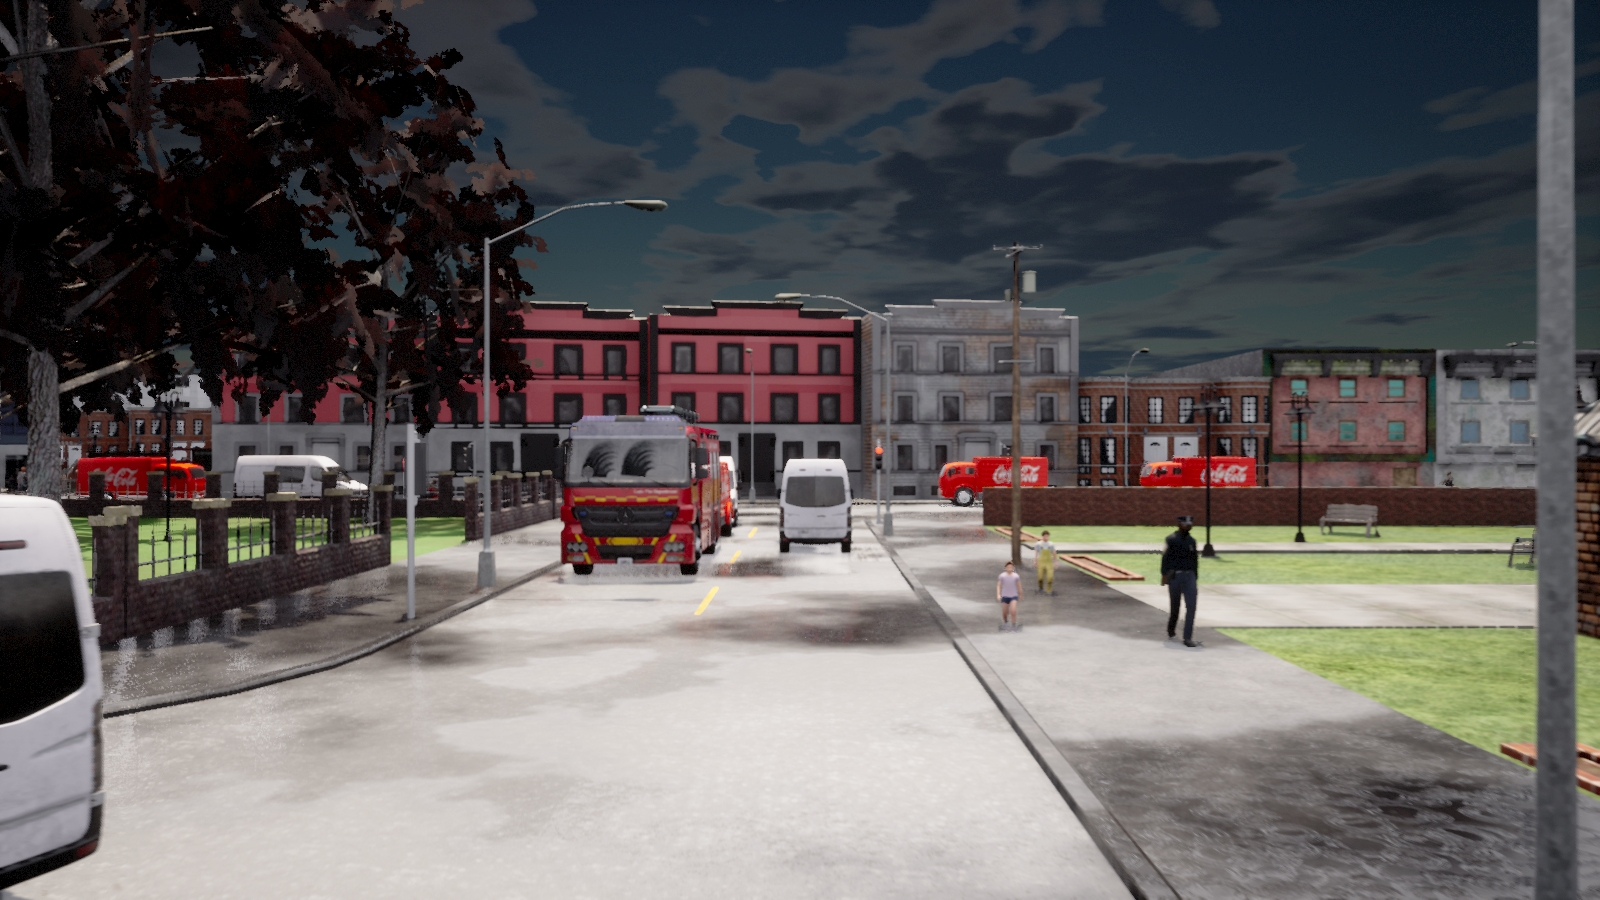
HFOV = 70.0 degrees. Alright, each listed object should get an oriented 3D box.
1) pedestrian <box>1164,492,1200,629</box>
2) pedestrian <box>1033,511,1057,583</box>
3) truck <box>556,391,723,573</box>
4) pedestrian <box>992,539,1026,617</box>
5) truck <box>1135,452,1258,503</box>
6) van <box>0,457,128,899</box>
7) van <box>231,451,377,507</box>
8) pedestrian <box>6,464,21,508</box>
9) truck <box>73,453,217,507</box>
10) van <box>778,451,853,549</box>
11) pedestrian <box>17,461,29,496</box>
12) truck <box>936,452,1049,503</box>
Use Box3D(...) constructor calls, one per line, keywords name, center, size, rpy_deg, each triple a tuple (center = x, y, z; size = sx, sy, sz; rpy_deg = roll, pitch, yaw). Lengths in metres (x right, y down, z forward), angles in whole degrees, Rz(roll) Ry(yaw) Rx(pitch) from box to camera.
Box3D(name="pedestrian", center=(5.284, 1.522, 15.802), size=(0.375, 1.860, 0.375), rpy_deg=(0, 0, -1))
Box3D(name="pedestrian", center=(4.555, 1.802, 21.250), size=(0.375, 1.300, 0.375), rpy_deg=(0, 0, 2))
Box3D(name="truck", center=(-3.665, 0.671, 28.326), size=(2.891, 3.827, 8.468), rpy_deg=(0, 0, 0))
Box3D(name="pedestrian", center=(3.125, 1.903, 17.085), size=(0.500, 1.100, 0.500), rpy_deg=(0, 0, 11))
Box3D(name="truck", center=(19.559, 1.341, 56.541), size=(5.204, 2.467, 2.627), rpy_deg=(0, 0, 1))
Box3D(name="van", center=(-7.249, 1.316, 7.066), size=(5.915, 2.561, 1.988), rpy_deg=(0, -1, 20))
Box3D(name="van", center=(-22.955, 1.320, 52.978), size=(5.915, 2.561, 1.988), rpy_deg=(0, 0, 1))
Box3D(name="pedestrian", center=(-33.335, 1.535, 48.403), size=(0.375, 1.860, 0.375), rpy_deg=(0, 0, 11))
Box3D(name="truck", center=(-30.326, 1.356, 53.034), size=(5.204, 2.467, 2.627), rpy_deg=(0, 0, 1))
Box3D(name="van", center=(0.431, 1.313, 32.957), size=(1.988, 2.561, 5.915), rpy_deg=(0, 0, 0))
Box3D(name="pedestrian", center=(-41.800, 1.535, 61.444), size=(0.375, 1.860, 0.375), rpy_deg=(0, 0, 6))
Box3D(name="truck", center=(9.485, 1.344, 56.642), size=(5.204, 2.467, 2.627), rpy_deg=(0, 0, 1))
